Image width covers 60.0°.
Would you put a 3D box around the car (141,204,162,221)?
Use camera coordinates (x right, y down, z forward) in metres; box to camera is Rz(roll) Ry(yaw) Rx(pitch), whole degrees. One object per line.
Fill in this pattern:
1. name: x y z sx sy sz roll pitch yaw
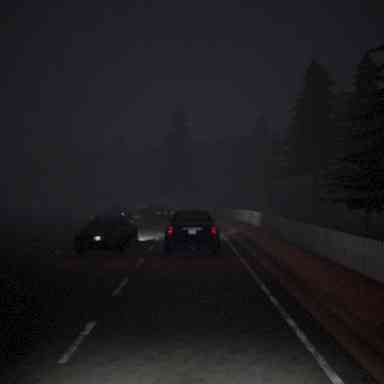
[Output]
1. car: -3.361 1.841 30.796 2.033 1.411 5.357 0 -1 -25

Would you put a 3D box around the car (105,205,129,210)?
1. car: -6.676 1.846 29.564 1.994 1.385 4.181 0 -1 -26

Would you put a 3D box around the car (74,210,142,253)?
1. car: -3.529 1.701 14.312 1.994 1.385 4.181 0 0 -1

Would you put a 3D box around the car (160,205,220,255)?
1. car: -0.016 1.485 14.084 2.097 1.767 4.553 0 -1 -1
